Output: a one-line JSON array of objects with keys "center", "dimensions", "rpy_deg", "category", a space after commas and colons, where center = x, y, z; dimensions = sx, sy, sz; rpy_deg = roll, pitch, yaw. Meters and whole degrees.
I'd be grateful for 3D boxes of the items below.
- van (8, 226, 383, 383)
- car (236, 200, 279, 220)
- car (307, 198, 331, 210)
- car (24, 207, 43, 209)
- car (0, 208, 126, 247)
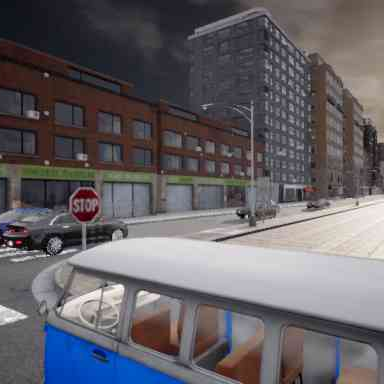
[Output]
[{"center": [0.529, 1.341, 2.440], "dimensions": [3.998, 1.788, 1.690], "rpy_deg": [0, 0, 36], "category": "van"}, {"center": [5.524, 1.558, 27.373], "dimensions": [1.895, 1.301, 4.718], "rpy_deg": [0, 0, 36], "category": "car"}, {"center": [16.119, 1.477, 42.165], "dimensions": [2.033, 1.411, 5.357], "rpy_deg": [0, 0, 36], "category": "car"}, {"center": [-7.341, 1.462, 14.486], "dimensions": [1.882, 1.535, 5.008], "rpy_deg": [0, 0, 36], "category": "car"}, {"center": [-4.677, 1.473, 13.134], "dimensions": [1.837, 1.490, 4.892], "rpy_deg": [0, 0, 36], "category": "car"}]
